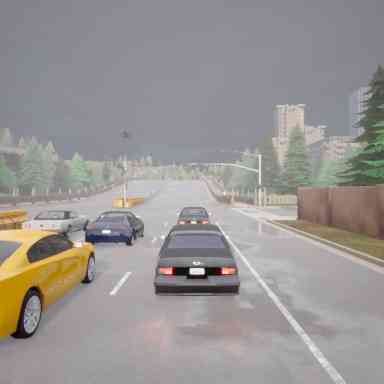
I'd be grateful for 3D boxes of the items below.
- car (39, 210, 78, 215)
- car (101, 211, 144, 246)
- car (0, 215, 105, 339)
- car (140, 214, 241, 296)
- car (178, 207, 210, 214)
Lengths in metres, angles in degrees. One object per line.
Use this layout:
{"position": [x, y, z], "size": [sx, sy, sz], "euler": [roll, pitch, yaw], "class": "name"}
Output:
{"position": [-6.916, 1.601, 17.582], "size": [1.895, 1.301, 4.718], "euler": [0, 0, 0], "class": "car"}
{"position": [-3.419, 1.564, 15.353], "size": [1.994, 1.385, 4.181], "euler": [0, 0, 0], "class": "car"}
{"position": [-3.406, 1.478, 6.596], "size": [1.882, 1.535, 5.008], "euler": [0, 0, 0], "class": "car"}
{"position": [0.092, 1.547, 8.806], "size": [2.033, 1.411, 5.357], "euler": [0, 0, 0], "class": "car"}
{"position": [0.106, 1.547, 18.872], "size": [2.033, 1.411, 5.357], "euler": [0, 0, 1], "class": "car"}
